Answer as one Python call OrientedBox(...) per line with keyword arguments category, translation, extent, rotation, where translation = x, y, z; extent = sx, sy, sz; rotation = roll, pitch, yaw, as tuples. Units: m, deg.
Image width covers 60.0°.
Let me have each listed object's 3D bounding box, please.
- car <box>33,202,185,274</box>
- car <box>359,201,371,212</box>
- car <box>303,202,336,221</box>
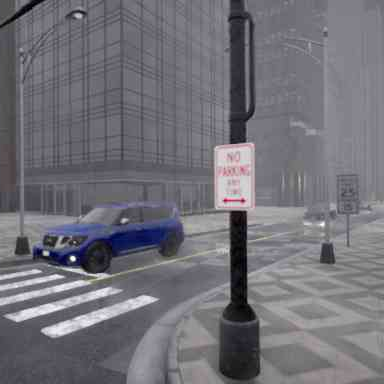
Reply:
OrientedBox(category="car", translation=(-2.491, 1.392, 11.582), extent=(2.150, 2.045, 5.566), rotation=(-1, -1, 36))
OrientedBox(category="car", translation=(27.047, 2.223, 52.706), extent=(1.837, 1.490, 4.892), rotation=(-1, -1, 36))
OrientedBox(category="car", translation=(12.447, 1.815, 32.380), extent=(2.097, 1.767, 4.553), rotation=(-1, -1, 36))
